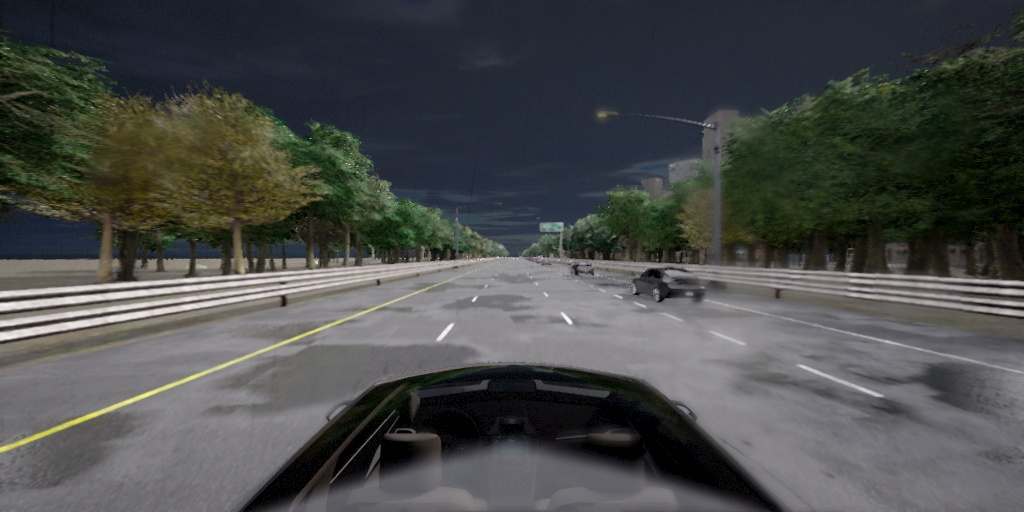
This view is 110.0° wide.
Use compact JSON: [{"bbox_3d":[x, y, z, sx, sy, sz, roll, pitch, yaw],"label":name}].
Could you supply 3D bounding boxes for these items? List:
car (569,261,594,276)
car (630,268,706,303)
[{"bbox_3d":[7.072,1.272,36.613,2.128,1.511,4.902,0,0,0],"label":"car"},{"bbox_3d":[7.015,1.271,16.593,1.837,1.490,4.892,0,0,0],"label":"car"}]
